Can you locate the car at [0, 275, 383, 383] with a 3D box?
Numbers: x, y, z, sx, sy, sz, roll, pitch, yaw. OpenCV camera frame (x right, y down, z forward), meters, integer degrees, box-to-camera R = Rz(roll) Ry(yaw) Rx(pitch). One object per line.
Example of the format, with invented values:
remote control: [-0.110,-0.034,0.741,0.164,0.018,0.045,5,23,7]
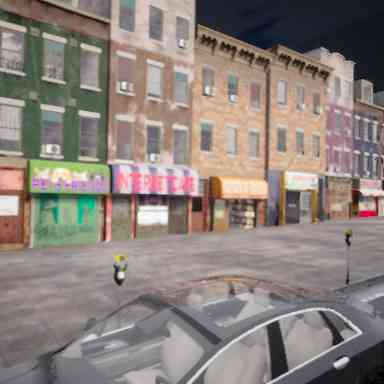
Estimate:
car: [0.079,1.551,2.845,4.403,1.369,2.008,0,1,-35]
